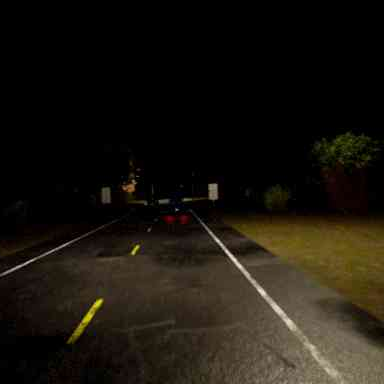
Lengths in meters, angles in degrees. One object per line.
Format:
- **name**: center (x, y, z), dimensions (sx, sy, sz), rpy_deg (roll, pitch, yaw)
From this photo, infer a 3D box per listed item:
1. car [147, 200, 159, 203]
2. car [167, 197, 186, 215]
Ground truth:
- **car**: center (-5.884, 1.351, 50.132), dimensions (2.033, 1.411, 5.357), rpy_deg (-2, 0, -3)
- **car**: center (-1.606, 1.555, 34.788), dimensions (1.812, 1.442, 4.674), rpy_deg (-2, 0, -3)
